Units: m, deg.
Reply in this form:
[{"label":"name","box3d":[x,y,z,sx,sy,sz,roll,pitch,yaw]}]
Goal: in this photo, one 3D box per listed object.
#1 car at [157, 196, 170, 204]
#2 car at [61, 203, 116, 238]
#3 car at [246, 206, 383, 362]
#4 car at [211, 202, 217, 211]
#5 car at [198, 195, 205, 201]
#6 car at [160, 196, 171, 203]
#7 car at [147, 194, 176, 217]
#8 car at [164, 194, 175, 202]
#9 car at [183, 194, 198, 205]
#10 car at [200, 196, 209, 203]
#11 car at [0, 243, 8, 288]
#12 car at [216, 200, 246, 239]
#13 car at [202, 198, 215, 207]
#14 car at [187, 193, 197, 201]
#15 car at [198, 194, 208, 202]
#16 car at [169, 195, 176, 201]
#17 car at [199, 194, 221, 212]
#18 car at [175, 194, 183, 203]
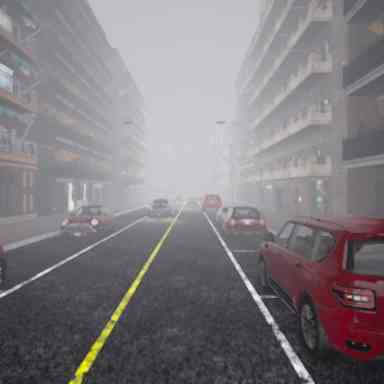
[{"label":"car","box3d":[-5.327,1.561,62.688,1.887,1.381,4.507,-1,0,0]},{"label":"car","box3d":[-5.327,1.442,17.478,1.967,1.590,4.097,-1,0,0]},{"label":"car","box3d":[2.542,1.316,5.942,2.192,1.841,5.009,-1,0,0]},{"label":"car","box3d":[2.555,1.586,22.935,1.802,1.307,4.206,-1,0,0]},{"label":"car","box3d":[2.552,1.612,90.906,1.802,1.307,4.206,-1,0,0]},{"label":"car","box3d":[-5.327,1.563,68.339,1.887,1.381,4.507,-1,0,0]},{"label":"car","box3d":[-2.847,1.358,30.772,2.097,1.767,4.553,0,0,0]},{"label":"car","box3d":[-5.331,1.339,79.641,2.192,1.841,5.009,-1,0,0]},{"label":"car","box3d":[-0.002,1.562,57.135,2.033,1.411,5.357,0,0,0]},{"label":"car","box3d":[2.553,1.601,68.249,1.802,1.307,4.206,-1,0,0]},{"label":"car","box3d":[-5.326,1.440,6.176,1.967,1.590,4.097,-1,0,0]},{"label":"car","box3d":[2.558,1.443,17.270,1.967,1.590,4.097,-1,0,0]},{"label":"car","box3d":[2.554,1.594,51.256,1.802,1.307,4.206,-1,0,0]},{"label":"car","box3d":[-0.003,1.229,77.073,2.097,1.767,4.553,0,0,0]},{"label":"car","box3d":[2.549,1.340,79.578,2.192,1.841,5.009,-1,0,0]},{"label":"car","box3d":[-5.329,1.555,90.774,1.752,1.417,4.829,-1,0,0]},{"label":"car","box3d":[2.267,1.236,38.615,2.150,2.045,5.566,0,0,0]},{"label":"car","box3d":[-2.753,1.459,71.051,1.837,1.490,4.892,0,0,0]}]
